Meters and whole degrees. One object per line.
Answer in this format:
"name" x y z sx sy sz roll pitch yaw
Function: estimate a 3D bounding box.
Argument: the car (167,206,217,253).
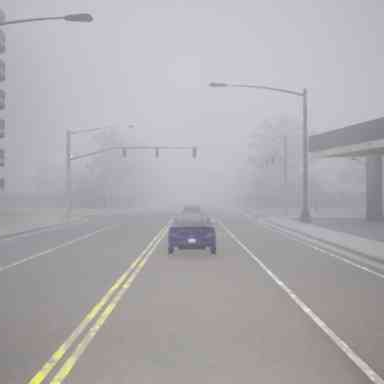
"car" 0.009 1.614 14.480 1.882 1.535 5.008 0 0 0
